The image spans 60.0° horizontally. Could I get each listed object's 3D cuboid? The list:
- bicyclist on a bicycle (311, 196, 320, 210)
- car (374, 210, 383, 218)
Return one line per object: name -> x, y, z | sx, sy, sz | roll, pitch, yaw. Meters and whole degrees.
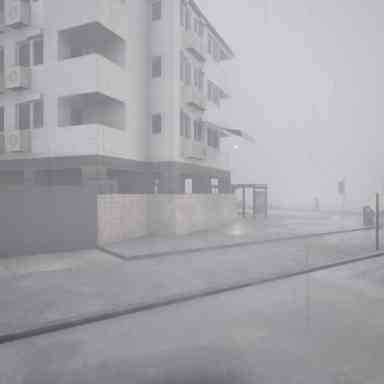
bicyclist on a bicycle -> 14.709, 1.349, 39.571 | 1.656, 1.620, 0.582 | 0, 0, -35
car -> 17.545, 1.564, 28.167 | 1.994, 1.385, 4.181 | 0, 0, -36
